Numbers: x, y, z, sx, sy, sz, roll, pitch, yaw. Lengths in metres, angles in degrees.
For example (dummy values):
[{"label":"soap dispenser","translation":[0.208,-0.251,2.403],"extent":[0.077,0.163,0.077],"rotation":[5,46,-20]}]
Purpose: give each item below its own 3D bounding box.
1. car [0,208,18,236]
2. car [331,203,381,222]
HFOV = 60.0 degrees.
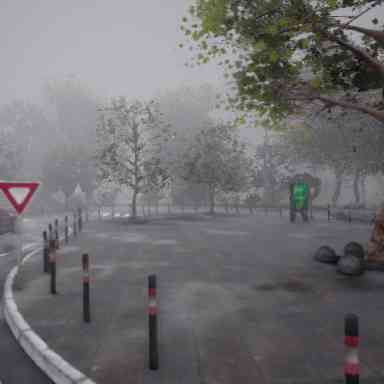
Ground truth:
[{"label":"car","translation":[-10.215,1.510,16.590],"extent":[1.882,1.535,5.008],"rotation":[0,0,-13]},{"label":"car","translation":[11.877,1.424,22.533],"extent":[1.895,1.301,4.718],"rotation":[0,0,-24]}]
